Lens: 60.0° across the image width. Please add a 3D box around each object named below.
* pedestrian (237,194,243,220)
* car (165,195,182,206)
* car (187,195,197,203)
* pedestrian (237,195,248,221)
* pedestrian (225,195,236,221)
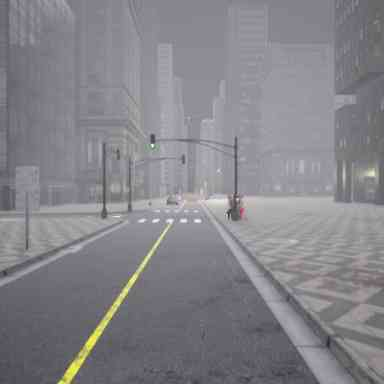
[{"bbox_3d":[3.489,1.110,24.373,0.375,1.860,0.375,0,0,0],"label":"pedestrian"},{"bbox_3d":[-3.081,1.440,52.973,1.837,1.490,4.892,0,0,0],"label":"car"},{"bbox_3d":[-0.004,1.403,69.631,1.882,1.535,5.008,0,0,0],"label":"car"},{"bbox_3d":[3.592,1.111,23.774,0.375,1.860,0.375,0,0,0],"label":"pedestrian"},{"bbox_3d":[2.655,1.110,23.174,0.375,1.860,0.375,0,0,0],"label":"pedestrian"}]
